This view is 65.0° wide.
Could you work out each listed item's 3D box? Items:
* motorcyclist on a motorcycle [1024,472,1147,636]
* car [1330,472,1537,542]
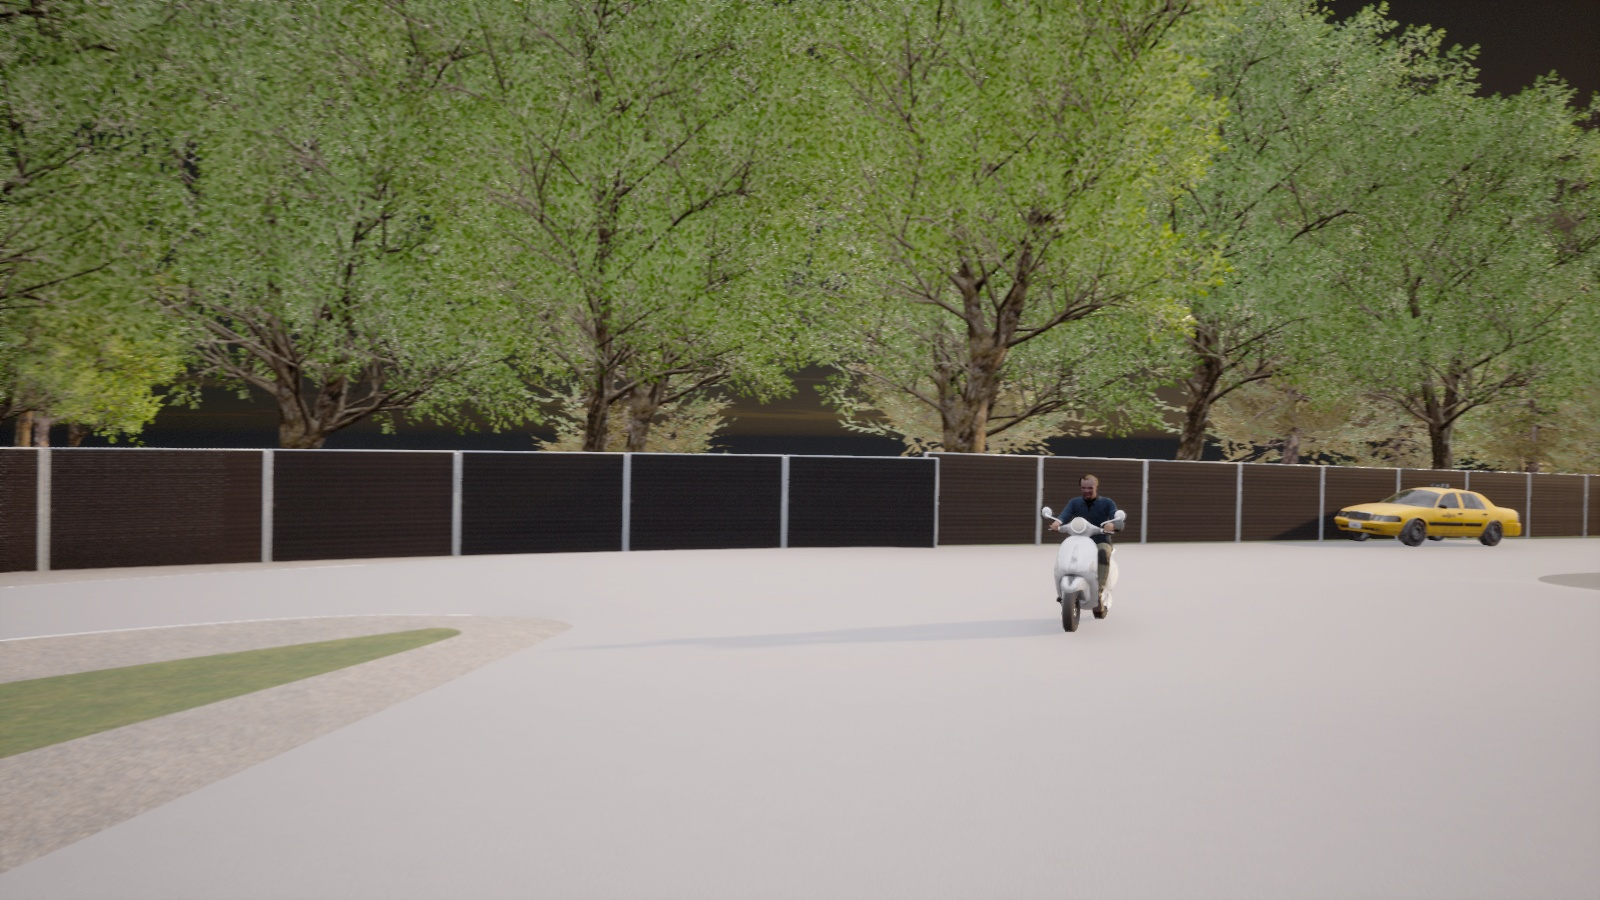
[{"bbox_3d":[3.038,1.032,13.219,0.866,1.590,1.817,0,-1,26],"label":"motorcyclist on a motorcycle"},{"bbox_3d":[16.268,1.474,32.212,5.366,1.575,1.801,2,1,-26],"label":"car"}]
